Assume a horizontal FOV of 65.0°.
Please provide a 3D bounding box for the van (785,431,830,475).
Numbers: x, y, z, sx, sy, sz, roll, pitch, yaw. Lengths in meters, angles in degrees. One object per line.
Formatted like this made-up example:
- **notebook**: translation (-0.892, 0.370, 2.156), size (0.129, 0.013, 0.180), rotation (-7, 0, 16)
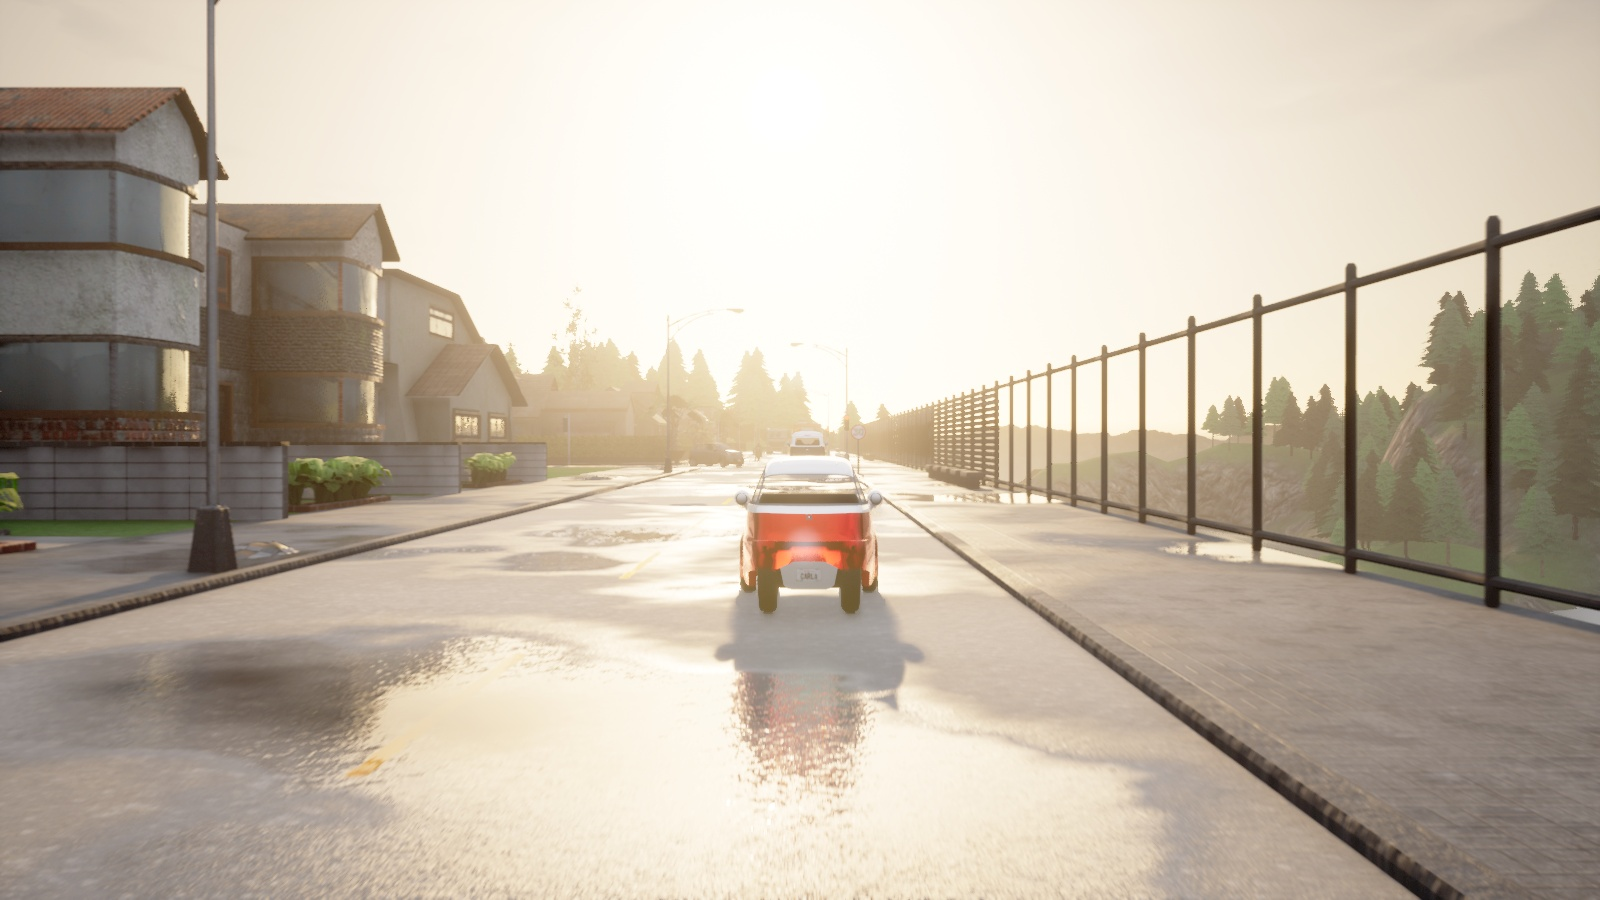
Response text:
- **van**: translation (0.363, 0.126, 61.102), size (2.069, 2.038, 4.480), rotation (0, 0, 0)

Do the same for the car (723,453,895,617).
- **car**: translation (0.083, 0.734, 11.915), size (1.481, 1.376, 2.207), rotation (0, 1, 0)

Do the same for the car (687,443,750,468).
- **car**: translation (-5.003, 0.323, 76.868), size (3.633, 1.501, 1.845), rotation (0, 0, 41)
